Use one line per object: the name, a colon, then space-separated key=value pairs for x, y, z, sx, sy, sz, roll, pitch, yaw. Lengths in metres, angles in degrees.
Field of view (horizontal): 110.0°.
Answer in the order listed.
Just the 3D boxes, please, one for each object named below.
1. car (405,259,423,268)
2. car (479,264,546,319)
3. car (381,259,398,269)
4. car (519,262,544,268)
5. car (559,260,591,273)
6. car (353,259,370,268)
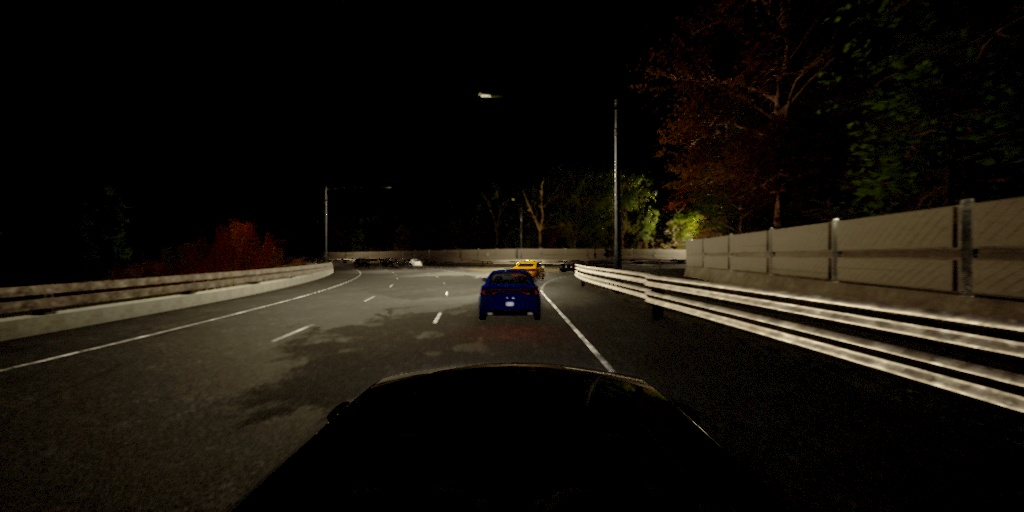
car: x=-15.626 y=1.207 z=57.032 sx=1.812 sy=1.442 sz=4.674 roll=0 pitch=0 yaw=-30
car: x=-0.073 y=1.208 z=12.680 sx=1.882 sy=1.535 sz=5.008 roll=0 pitch=0 yaw=0
car: x=-19.229 y=1.182 z=56.241 sx=2.128 sy=1.511 sz=4.902 roll=0 pitch=0 yaw=-31
car: x=1.398 y=1.176 z=27.922 sx=1.882 sy=1.535 sz=5.008 roll=0 pitch=0 yaw=14
car: x=7.302 y=1.210 z=40.822 sx=2.033 sy=1.411 sz=5.357 roll=0 pitch=0 yaw=35
car: x=-24.161 y=1.176 z=57.565 sx=1.882 sy=1.535 sz=5.008 roll=0 pitch=0 yaw=-32
